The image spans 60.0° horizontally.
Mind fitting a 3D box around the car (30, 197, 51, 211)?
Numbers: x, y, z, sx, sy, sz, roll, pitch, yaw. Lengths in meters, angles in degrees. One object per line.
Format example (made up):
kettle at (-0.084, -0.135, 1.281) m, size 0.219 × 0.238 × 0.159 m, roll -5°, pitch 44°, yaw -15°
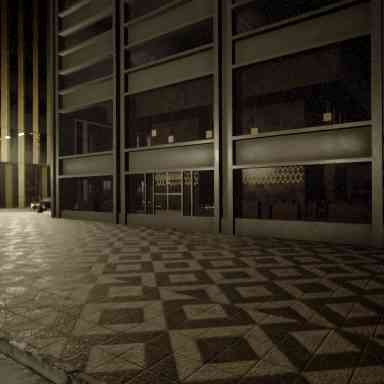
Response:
car at (-16.038, 1.343, 38.249) m, size 2.128 × 1.511 × 4.902 m, roll 0°, pitch 0°, yaw 36°
